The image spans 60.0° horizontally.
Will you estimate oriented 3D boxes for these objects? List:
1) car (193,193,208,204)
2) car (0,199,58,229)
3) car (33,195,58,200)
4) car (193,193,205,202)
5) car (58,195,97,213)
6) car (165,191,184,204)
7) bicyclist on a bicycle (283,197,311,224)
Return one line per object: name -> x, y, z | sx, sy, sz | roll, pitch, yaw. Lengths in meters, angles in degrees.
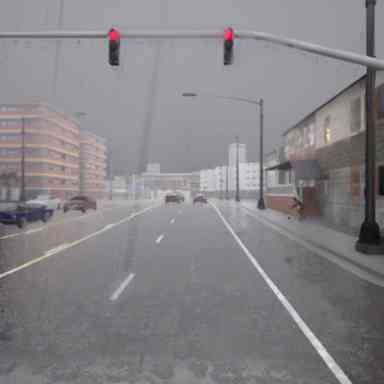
car -> 1.075, 0.859, 45.369 | 1.812, 1.442, 4.674 | 0, 0, 1
car -> -10.188, 1.358, 19.995 | 1.895, 1.301, 4.718 | 0, 1, 1
car -> -13.440, 1.022, 30.186 | 1.812, 1.442, 4.674 | 0, 1, 1
car -> 1.180, 0.917, 55.156 | 1.812, 1.442, 4.674 | 0, -1, 1
car -> -9.955, 1.039, 29.964 | 1.812, 1.442, 4.674 | 0, 1, 2
car -> -2.548, 0.801, 44.745 | 1.882, 1.535, 5.008 | 0, 0, 1
bicyclist on a bicycle -> 6.302, 1.112, 19.917 | 1.656, 1.620, 0.582 | 0, 1, 1
